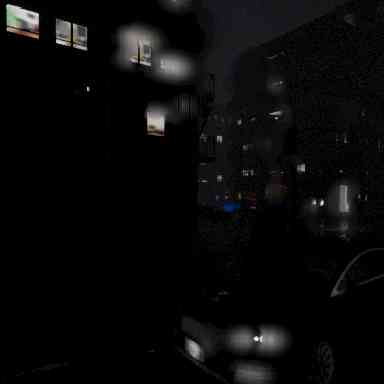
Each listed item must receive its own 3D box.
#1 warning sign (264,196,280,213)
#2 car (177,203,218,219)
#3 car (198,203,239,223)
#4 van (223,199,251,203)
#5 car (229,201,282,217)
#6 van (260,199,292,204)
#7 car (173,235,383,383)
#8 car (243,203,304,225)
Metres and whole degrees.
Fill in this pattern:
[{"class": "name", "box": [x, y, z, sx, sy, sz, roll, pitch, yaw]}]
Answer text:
[{"class": "warning sign", "box": [8.906, 1.400, 36.979, 1.300, 1.860, 1.060, 1, 0, -36]}, {"class": "car", "box": [0.483, 1.881, 34.646, 1.812, 1.442, 4.674, 0, -1, -37]}, {"class": "car", "box": [1.699, 1.874, 28.653, 1.802, 1.307, 4.206, -1, 0, -36]}, {"class": "van", "box": [5.096, 1.676, 38.095, 1.690, 1.788, 3.998, -1, 0, -36]}, {"class": "car", "box": [6.086, 1.876, 32.201, 1.895, 1.301, 4.718, 0, -1, -35]}, {"class": "van", "box": [8.424, 1.602, 33.589, 1.690, 1.788, 3.998, -1, 0, -36]}, {"class": "car", "box": [2.017, 1.491, 5.140, 4.902, 1.511, 2.128, 0, 0, -36]}, {"class": "car", "box": [6.486, 1.824, 26.511, 1.895, 1.301, 4.718, 0, -1, -37]}]
